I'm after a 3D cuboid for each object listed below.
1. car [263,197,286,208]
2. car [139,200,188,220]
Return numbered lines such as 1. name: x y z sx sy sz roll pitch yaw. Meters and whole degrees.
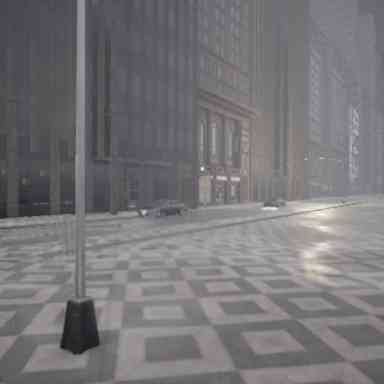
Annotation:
1. car: 11.463 1.429 46.308 1.994 1.385 4.181 0 0 36
2. car: -2.260 1.394 27.239 2.128 1.511 4.902 0 0 36
